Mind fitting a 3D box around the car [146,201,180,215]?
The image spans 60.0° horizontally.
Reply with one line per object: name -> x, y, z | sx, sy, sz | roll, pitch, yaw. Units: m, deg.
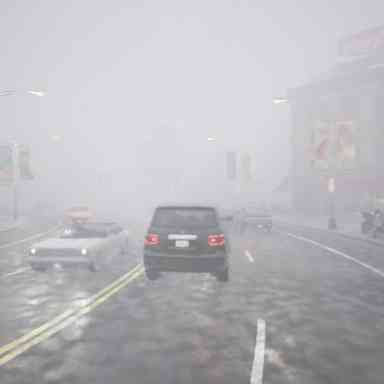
car -> -3.703, 1.915, 40.773 | 2.033, 1.411, 5.357 | 0, -1, -31

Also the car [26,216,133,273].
car -> -3.488, 1.719, 11.254 | 1.895, 1.301, 4.718 | 0, 0, 5

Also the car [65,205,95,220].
car -> -8.531, 1.742, 25.383 | 1.882, 1.535, 5.008 | 0, -1, -18

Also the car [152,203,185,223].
car -> -2.125, 1.763, 28.820 | 1.837, 1.490, 4.892 | 0, -1, -17

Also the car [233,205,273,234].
car -> 3.359, 1.650, 20.383 | 2.128, 1.511, 4.902 | 0, 0, -8

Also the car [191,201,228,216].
car -> 1.843, 1.825, 36.894 | 2.002, 1.452, 4.674 | 0, -1, -26

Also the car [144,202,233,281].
car -> 0.097, 1.312, 10.364 | 2.150, 2.045, 5.566 | 0, 0, 7

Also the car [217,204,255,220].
car -> 4.088, 1.843, 31.621 | 1.895, 1.301, 4.718 | 0, -1, -16

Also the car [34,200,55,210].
car -> -23.598, 2.077, 53.098 | 4.902, 1.511, 2.128 | -1, -1, 45
